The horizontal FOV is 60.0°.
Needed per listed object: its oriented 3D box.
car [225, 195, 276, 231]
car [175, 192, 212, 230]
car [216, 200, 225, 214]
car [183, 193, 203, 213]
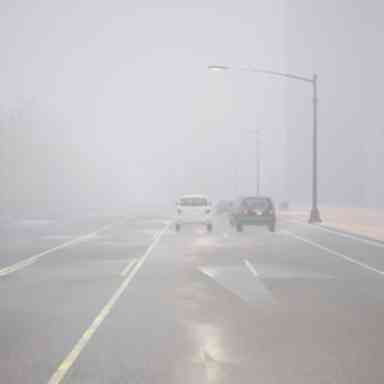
[{"bbox_3d":[3.592,1.218,20.482,2.150,2.045,5.566,0,0,0],"label":"car"},{"bbox_3d":[0.089,1.217,21.026,2.150,2.045,5.566,0,0,0],"label":"car"},{"bbox_3d":[3.572,1.537,34.891,2.033,1.411,5.357,0,0,0],"label":"car"},{"bbox_3d":[0.084,1.212,37.766,2.150,2.045,5.566,0,0,0],"label":"car"}]
